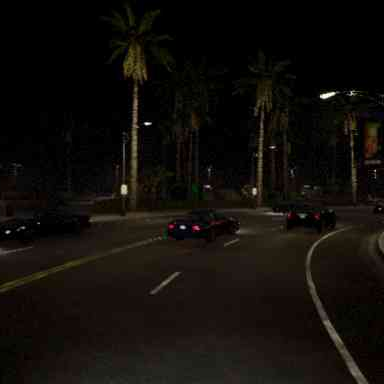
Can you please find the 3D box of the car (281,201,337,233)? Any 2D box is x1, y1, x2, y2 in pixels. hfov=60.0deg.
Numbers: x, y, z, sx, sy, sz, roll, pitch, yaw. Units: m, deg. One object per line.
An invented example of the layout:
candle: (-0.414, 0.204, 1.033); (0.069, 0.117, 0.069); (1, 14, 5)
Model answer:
car: (7.616, 1.465, 20.932); (2.097, 1.767, 4.553); (0, 0, 35)

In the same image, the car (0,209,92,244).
car: (-7.140, 1.533, 16.064); (2.033, 1.411, 5.357); (0, 0, 22)

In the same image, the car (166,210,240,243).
car: (0.725, 1.596, 16.604); (2.033, 1.411, 5.357); (0, 0, 27)

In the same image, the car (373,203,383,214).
car: (22.496, 1.836, 37.560); (4.181, 1.385, 1.994); (0, 0, -28)

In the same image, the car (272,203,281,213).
car: (11.295, 1.752, 38.948); (4.181, 1.385, 1.994); (1, 0, -36)
